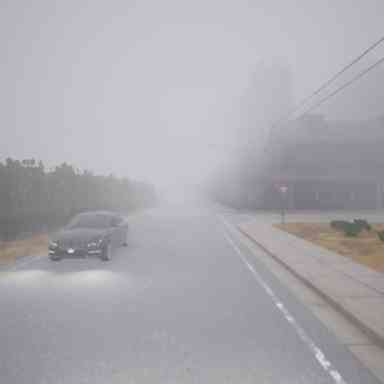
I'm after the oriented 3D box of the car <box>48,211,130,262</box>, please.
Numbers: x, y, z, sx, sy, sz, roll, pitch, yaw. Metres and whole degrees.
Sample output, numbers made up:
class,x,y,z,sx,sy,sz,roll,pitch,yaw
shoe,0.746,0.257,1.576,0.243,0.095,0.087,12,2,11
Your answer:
class,x,y,z,sx,sy,sz,roll,pitch,yaw
car,-3.562,1.510,12.288,1.837,1.490,4.892,0,0,1
